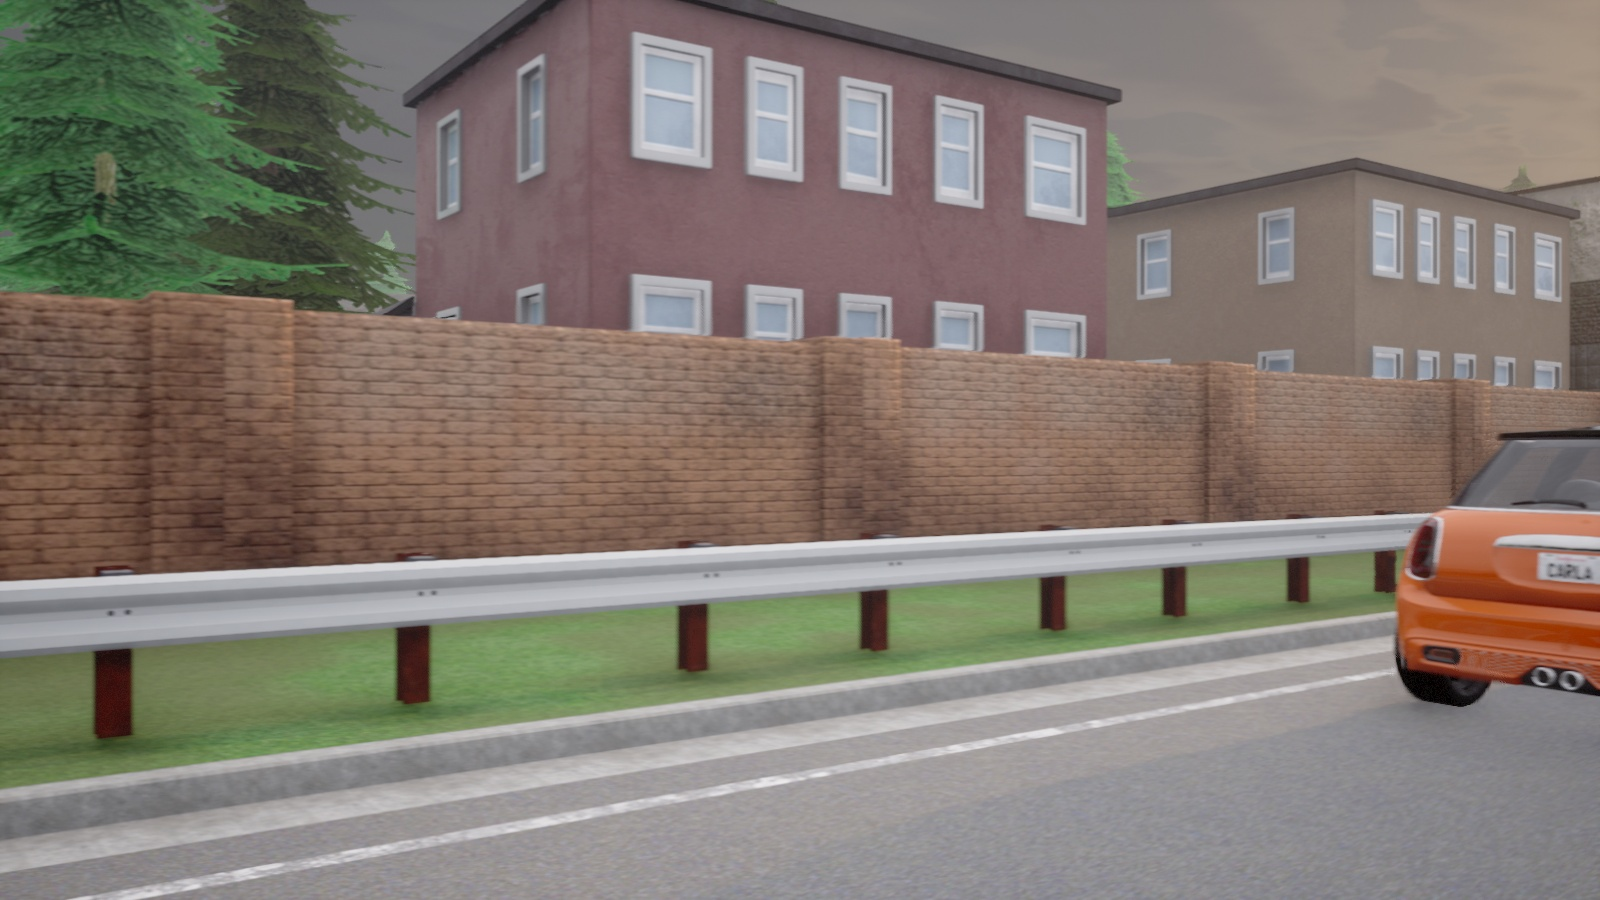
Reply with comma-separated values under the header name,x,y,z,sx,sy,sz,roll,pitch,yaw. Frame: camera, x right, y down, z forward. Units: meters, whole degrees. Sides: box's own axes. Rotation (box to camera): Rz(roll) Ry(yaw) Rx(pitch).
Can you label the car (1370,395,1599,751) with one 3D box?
name,x,y,z,sx,sy,sz,roll,pitch,yaw
car,5.749,0.610,7.661,4.553,1.767,2.097,0,0,-35
